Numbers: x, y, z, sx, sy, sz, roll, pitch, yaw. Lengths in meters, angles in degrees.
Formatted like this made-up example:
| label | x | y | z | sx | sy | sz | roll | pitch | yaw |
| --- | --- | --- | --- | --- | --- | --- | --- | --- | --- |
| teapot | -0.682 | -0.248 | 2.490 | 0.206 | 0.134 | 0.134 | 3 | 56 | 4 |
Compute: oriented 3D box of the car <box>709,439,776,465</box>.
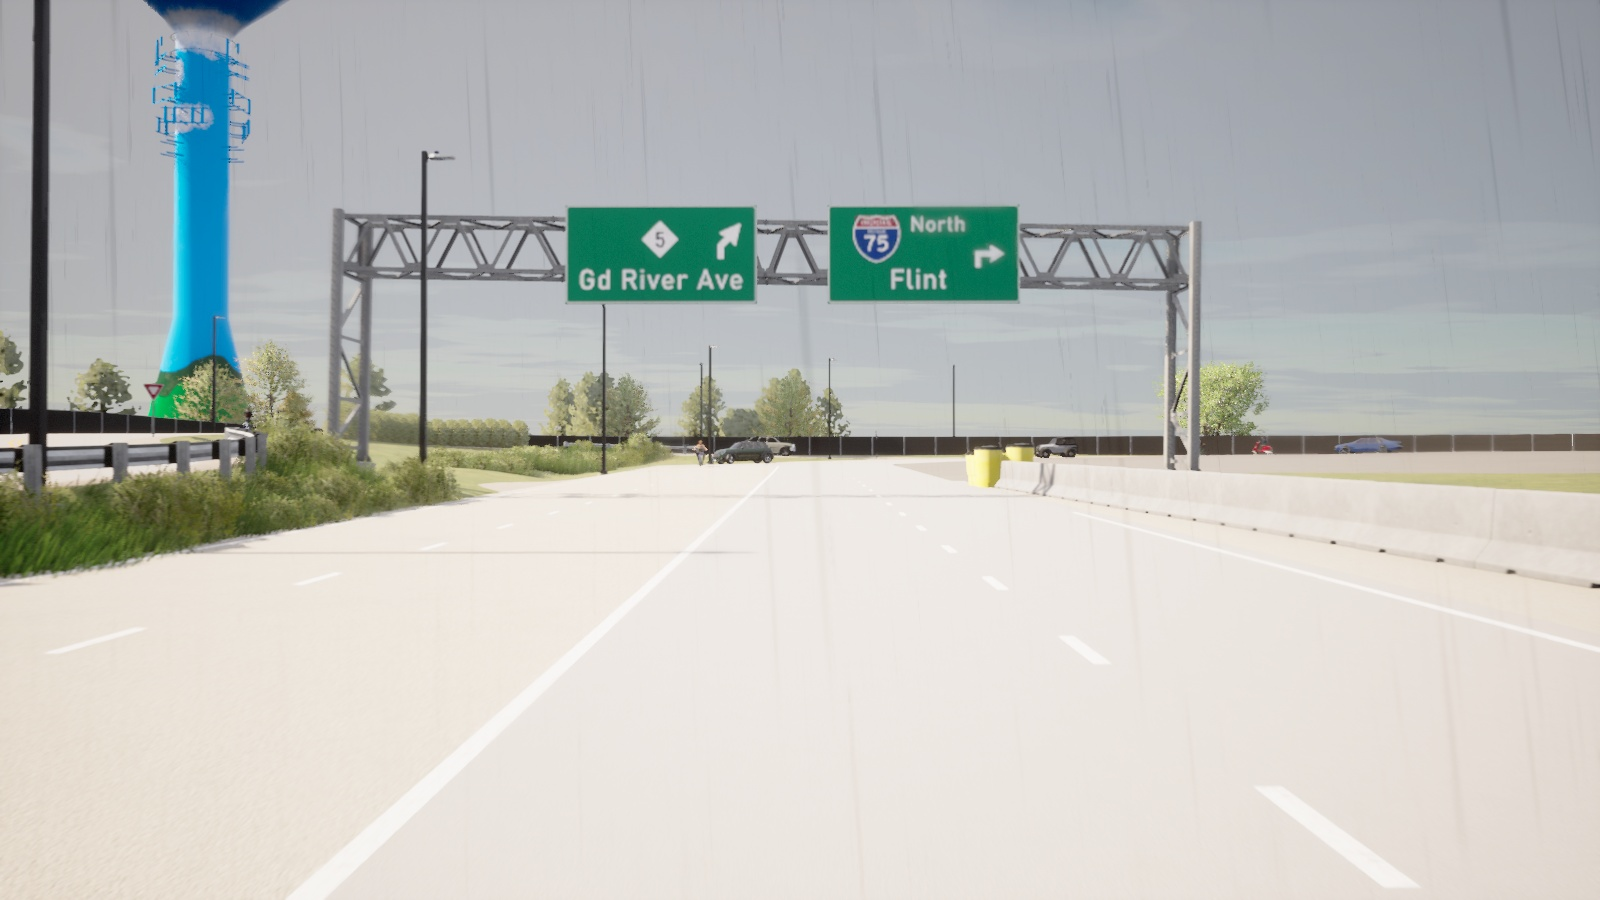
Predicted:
| label | x | y | z | sx | sy | sz | roll | pitch | yaw |
| --- | --- | --- | --- | --- | --- | --- | --- | --- | --- |
| car | -4.339 | 0.155 | 94.520 | 4.553 | 1.767 | 2.097 | -1 | 0 | -25 |
